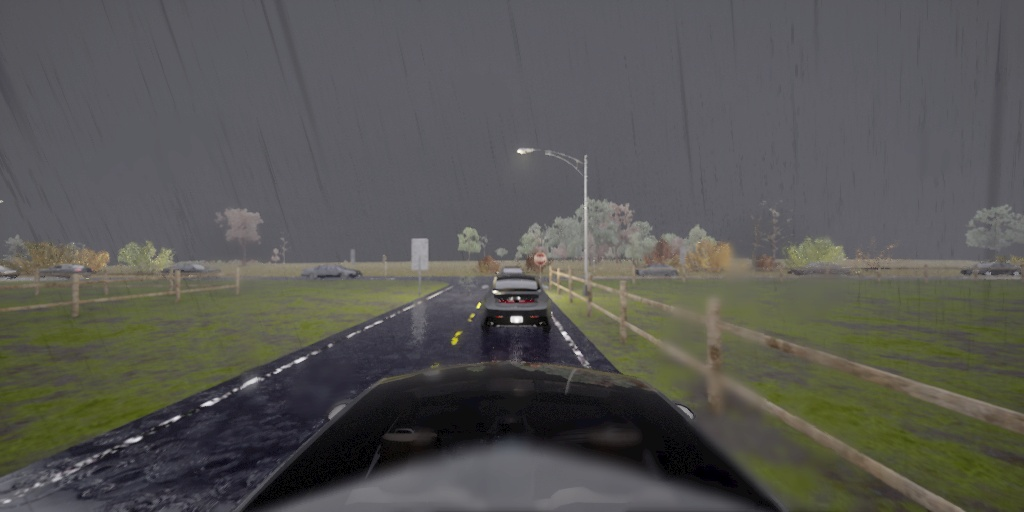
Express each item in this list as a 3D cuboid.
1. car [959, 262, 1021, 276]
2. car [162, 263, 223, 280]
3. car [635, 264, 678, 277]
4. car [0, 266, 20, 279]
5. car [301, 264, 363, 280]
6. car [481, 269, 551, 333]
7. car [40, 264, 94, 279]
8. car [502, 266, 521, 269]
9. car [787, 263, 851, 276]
[{"bbox_3d":[49.198,1.407,36.881,4.892,1.490,1.837,0,0,1],"label":"car"},{"bbox_3d":[-30.831,1.494,34.745,5.008,1.535,1.882,1,0,1],"label":"car"},{"bbox_3d":[14.931,1.471,37.288,4.181,1.385,1.994,0,0,0],"label":"car"},{"bbox_3d":[-51.296,1.574,35.021,4.902,1.511,2.128,0,0,1],"label":"car"},{"bbox_3d":[-17.365,1.524,34.622,5.357,1.411,2.033,0,0,1],"label":"car"},{"bbox_3d":[0.105,1.305,11.007,1.837,1.490,4.892,0,-1,0],"label":"car"},{"bbox_3d":[-46.955,1.605,37.788,4.674,1.442,1.812,0,0,1],"label":"car"},{"bbox_3d":[-0.051,1.428,25.179,2.033,1.411,5.357,0,0,-4],"label":"car"},{"bbox_3d":[31.760,1.424,37.134,5.357,1.411,2.033,0,0,1],"label":"car"}]
